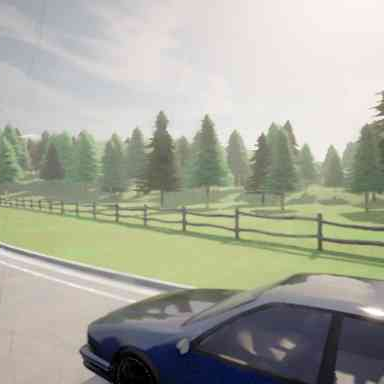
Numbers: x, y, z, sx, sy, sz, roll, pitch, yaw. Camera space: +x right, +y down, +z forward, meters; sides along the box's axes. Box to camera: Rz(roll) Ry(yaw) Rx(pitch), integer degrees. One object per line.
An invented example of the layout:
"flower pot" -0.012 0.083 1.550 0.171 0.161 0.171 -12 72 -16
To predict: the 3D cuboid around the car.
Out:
"car" 1.295 1.540 3.023 5.357 1.411 2.033 0 0 36
